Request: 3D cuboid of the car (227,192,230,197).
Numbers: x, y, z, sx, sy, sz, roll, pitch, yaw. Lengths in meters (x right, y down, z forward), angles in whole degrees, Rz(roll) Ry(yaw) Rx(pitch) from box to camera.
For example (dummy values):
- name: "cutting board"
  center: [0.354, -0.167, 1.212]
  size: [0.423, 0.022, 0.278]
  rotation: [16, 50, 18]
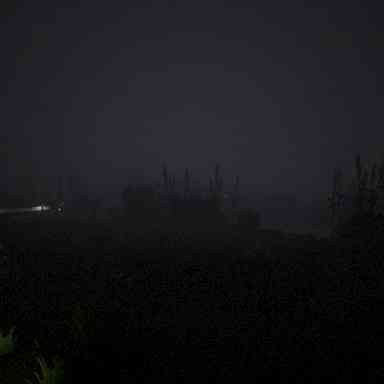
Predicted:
- name: "car"
  center: [5.279, 0.781, 47.564]
  size: [2.097, 1.767, 4.553]
  rotation: [0, -2, 44]

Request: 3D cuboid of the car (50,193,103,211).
- name: "car"
  center: [-10.576, 0.961, 30.403]
  size: [2.097, 1.767, 4.553]
  rotation: [0, 3, 40]
